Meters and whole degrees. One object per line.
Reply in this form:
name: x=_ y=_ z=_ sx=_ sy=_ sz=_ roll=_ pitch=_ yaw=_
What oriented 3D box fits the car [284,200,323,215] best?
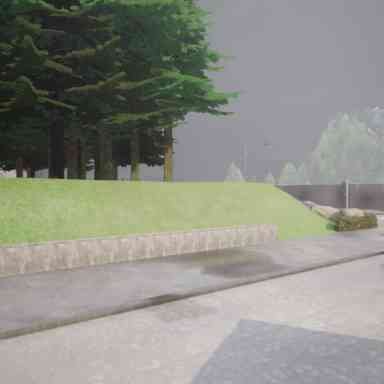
car: x=11.163 y=1.525 z=32.412 sx=1.812 sy=1.442 sz=4.674 roll=0 pitch=0 yaw=-36
